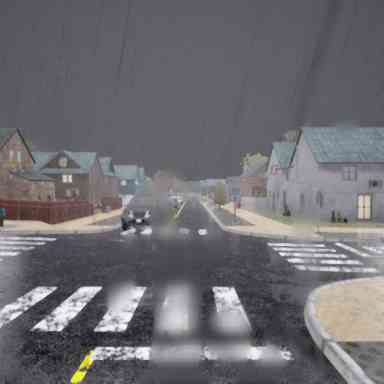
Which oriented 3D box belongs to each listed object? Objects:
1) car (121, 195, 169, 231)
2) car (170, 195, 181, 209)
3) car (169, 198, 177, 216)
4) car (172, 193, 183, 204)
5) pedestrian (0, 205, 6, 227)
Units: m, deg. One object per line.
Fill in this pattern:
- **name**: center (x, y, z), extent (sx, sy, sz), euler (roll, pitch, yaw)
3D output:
- **car**: center (-2.880, 1.201, 20.722), extent (2.150, 2.045, 5.566), euler (0, 0, 0)
- **car**: center (-2.883, 1.524, 44.266), extent (1.994, 1.385, 4.181), euler (0, 0, 0)
- **car**: center (-2.872, 1.539, 32.515), extent (1.994, 1.385, 4.181), euler (0, 0, 0)
- **car**: center (-2.802, 1.165, 60.579), extent (2.150, 2.045, 5.566), euler (0, 0, 0)
- **pedestrian**: center (-9.697, 1.235, 17.027), extent (0.500, 1.100, 0.500), euler (0, 0, 1)
